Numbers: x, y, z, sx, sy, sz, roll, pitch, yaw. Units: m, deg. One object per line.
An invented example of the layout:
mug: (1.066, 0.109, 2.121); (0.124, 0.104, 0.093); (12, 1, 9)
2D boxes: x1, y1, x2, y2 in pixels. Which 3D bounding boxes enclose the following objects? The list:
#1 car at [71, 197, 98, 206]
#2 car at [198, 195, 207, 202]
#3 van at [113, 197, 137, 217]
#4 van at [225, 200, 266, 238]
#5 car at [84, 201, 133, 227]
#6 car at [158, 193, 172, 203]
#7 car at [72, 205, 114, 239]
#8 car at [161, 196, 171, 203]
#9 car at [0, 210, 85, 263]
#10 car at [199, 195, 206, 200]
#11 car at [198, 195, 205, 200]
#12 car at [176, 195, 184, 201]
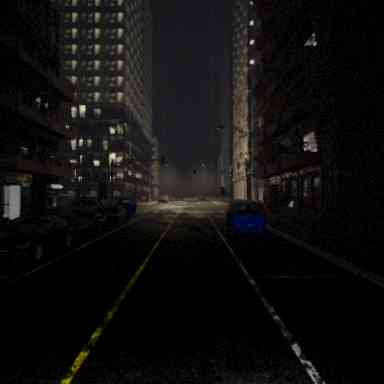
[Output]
car: (-16.475, 1.472, 51.136); (4.097, 1.590, 1.967); (0, -1, 0)
car: (2.728, 1.542, 77.763); (1.802, 1.307, 4.206); (1, 0, 0)
van: (-5.800, 1.327, 28.487); (1.690, 1.788, 3.998); (1, 0, 0)
van: (2.714, 1.333, 17.456); (1.690, 1.788, 3.998); (1, 0, 0)
car: (-5.636, 1.555, 22.946); (1.947, 1.339, 4.313); (1, 0, 0)
car: (-5.653, 1.406, 66.553); (1.967, 1.590, 4.097); (1, 0, 0)
car: (-5.638, 1.574, 17.406); (1.802, 1.307, 4.206); (1, 0, 0)
car: (-5.654, 1.545, 72.128); (1.802, 1.307, 4.206); (1, 0, 0)
car: (-5.639, 1.545, 11.865); (2.008, 1.369, 4.403); (1, 0, 0)
car: (2.733, 1.480, 89.088); (1.752, 1.417, 4.829); (1, 0, 0)
car: (2.734, 1.518, 94.495); (1.947, 1.339, 4.313); (1, 0, 0)
car: (-2.975, 1.484, 78.983); (1.812, 1.442, 4.674); (0, 0, 0)
